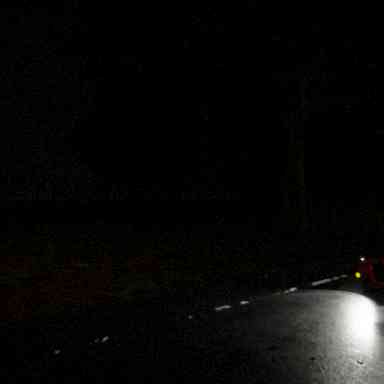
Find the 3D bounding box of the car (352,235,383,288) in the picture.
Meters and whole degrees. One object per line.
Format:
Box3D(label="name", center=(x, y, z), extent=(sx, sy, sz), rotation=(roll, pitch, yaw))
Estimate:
Box3D(label="car", center=(5.793, 1.573, 8.125), extent=(4.181, 1.385, 1.994), rotation=(0, 0, -36))
